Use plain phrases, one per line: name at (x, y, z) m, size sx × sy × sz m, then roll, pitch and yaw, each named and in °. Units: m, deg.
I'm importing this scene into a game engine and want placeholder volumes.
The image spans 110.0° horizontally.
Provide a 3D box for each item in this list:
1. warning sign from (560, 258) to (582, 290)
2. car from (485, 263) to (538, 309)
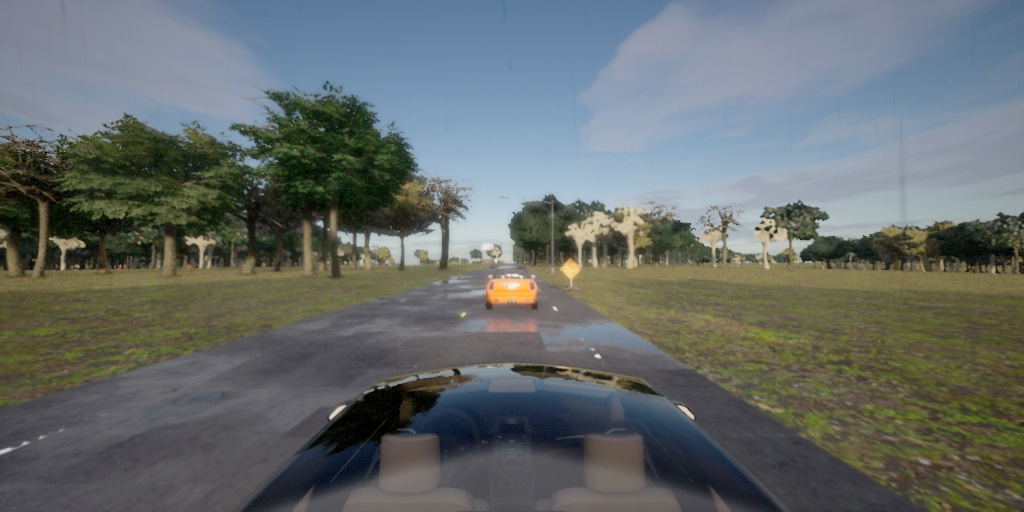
warning sign at (3.547, 1.065, 21.432) m, size 1.300 × 1.860 × 1.060 m, roll 0°, pitch 0°, yaw 0°
car at (0.000, 1.243, 15.960) m, size 2.097 × 1.767 × 4.553 m, roll 0°, pitch -1°, yaw 0°
